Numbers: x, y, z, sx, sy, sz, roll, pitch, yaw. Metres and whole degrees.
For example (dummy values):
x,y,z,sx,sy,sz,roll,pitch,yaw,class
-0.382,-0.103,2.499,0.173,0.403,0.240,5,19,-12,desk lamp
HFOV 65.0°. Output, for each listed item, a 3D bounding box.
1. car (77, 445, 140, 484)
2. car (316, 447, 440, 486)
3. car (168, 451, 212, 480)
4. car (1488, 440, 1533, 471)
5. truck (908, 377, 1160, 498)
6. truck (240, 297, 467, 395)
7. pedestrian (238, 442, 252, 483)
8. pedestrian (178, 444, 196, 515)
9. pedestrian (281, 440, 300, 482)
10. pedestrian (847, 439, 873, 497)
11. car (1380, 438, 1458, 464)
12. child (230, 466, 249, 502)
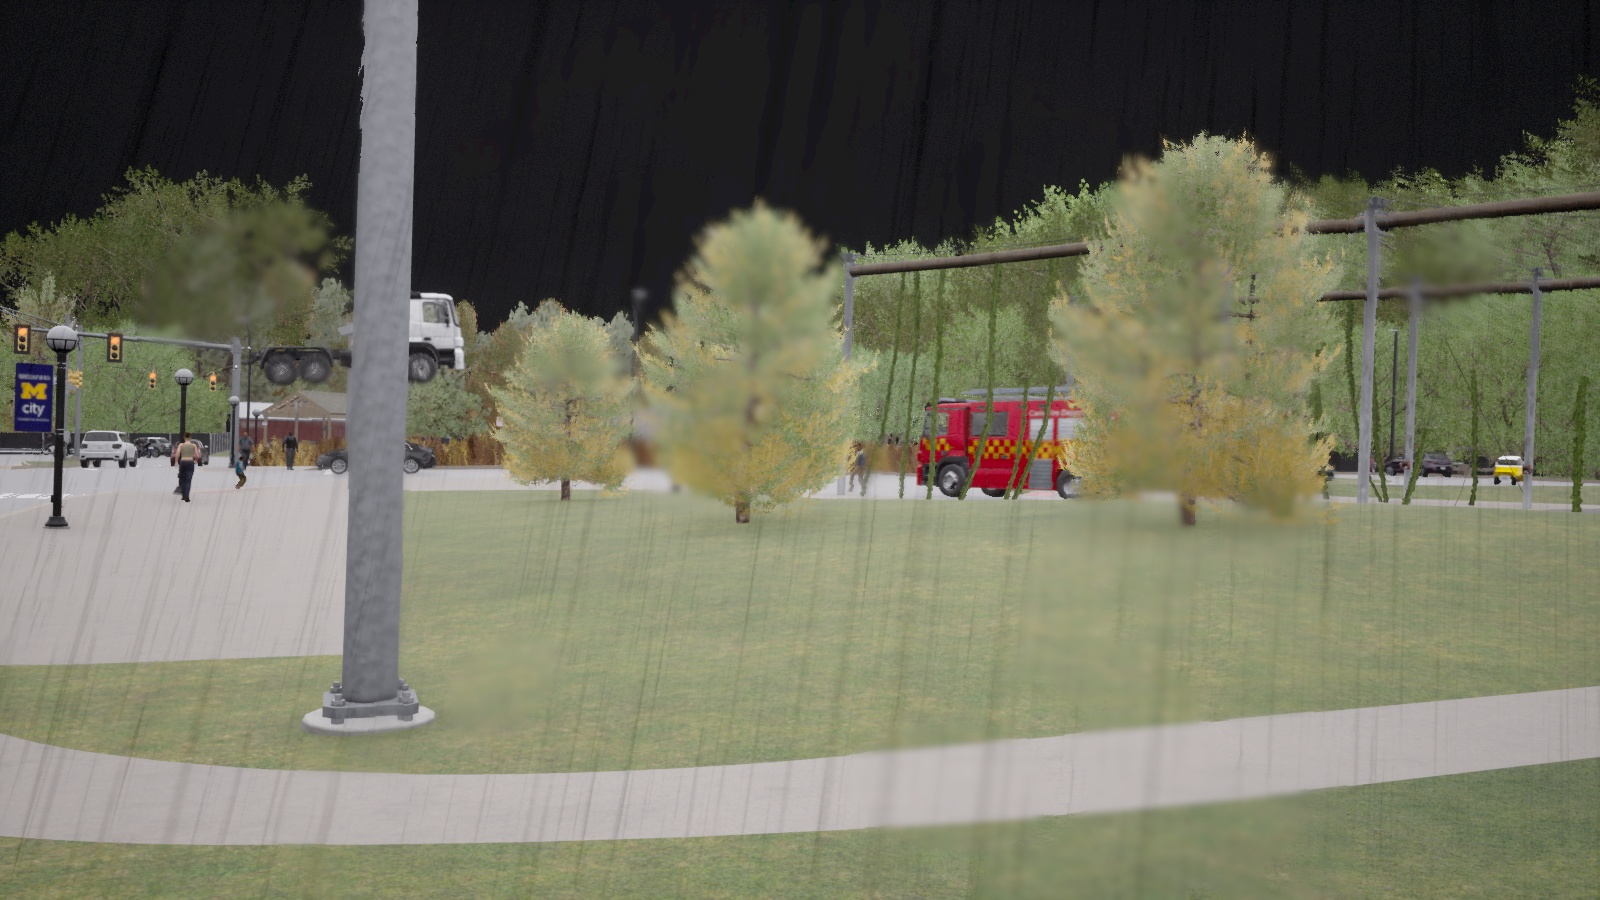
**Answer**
x,y,z,sx,sy,sz,roll,pitch,yaw,class
-38.546,0.799,70.137,2.150,2.045,5.566,-1,0,-19,car
-18.054,0.697,53.746,4.892,1.490,1.837,-1,1,-20,car
-36.863,0.901,75.986,1.851,1.617,3.988,-1,1,-19,car
33.759,0.231,59.680,1.481,1.376,2.207,0,2,40,car
7.896,-0.355,43.465,2.891,3.827,8.468,0,-1,-44,truck
-17.322,-4.057,48.918,7.936,3.462,2.891,-4,4,-22,truck
-25.083,0.558,56.734,0.540,1.848,0.694,1,0,-23,pedestrian
-16.104,0.770,33.002,0.345,1.836,0.594,1,0,-20,pedestrian
-23.589,0.505,58.152,0.563,1.883,0.849,0,1,-41,pedestrian
2.062,0.613,43.217,0.788,1.949,0.423,0,0,-32,pedestrian
35.499,0.047,72.181,1.816,1.474,4.193,-1,0,-12,car
-18.602,1.132,41.688,0.343,1.192,0.448,1,1,40,child
